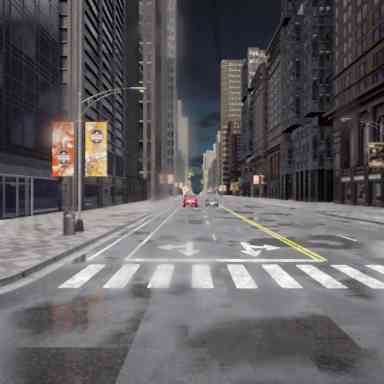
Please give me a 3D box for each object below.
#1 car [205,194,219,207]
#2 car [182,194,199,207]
[{"bbox_3d":[3.028,1.544,51.184,2.128,1.511,4.902,0,0,0],"label":"car"},{"bbox_3d":[-0.222,1.273,51.182,2.150,2.045,5.566,0,0,0],"label":"car"}]
